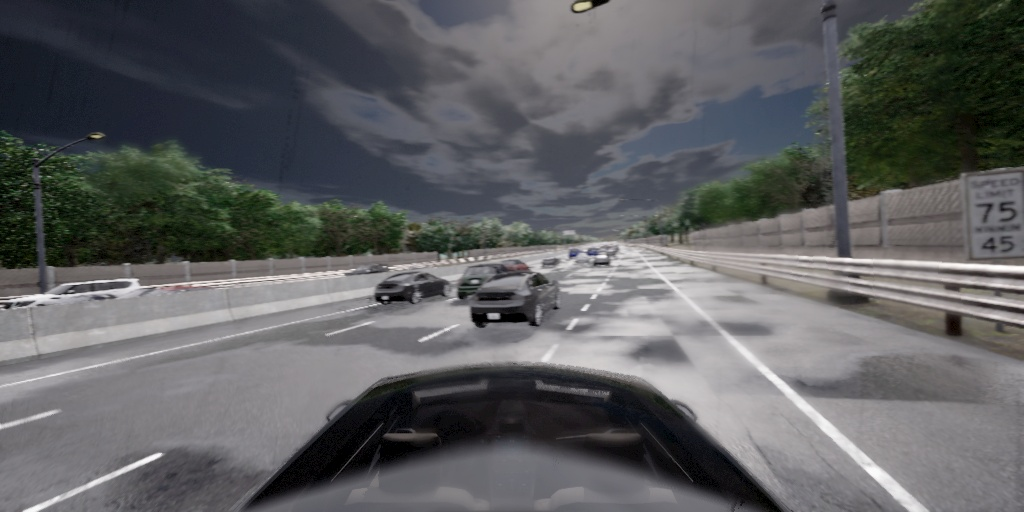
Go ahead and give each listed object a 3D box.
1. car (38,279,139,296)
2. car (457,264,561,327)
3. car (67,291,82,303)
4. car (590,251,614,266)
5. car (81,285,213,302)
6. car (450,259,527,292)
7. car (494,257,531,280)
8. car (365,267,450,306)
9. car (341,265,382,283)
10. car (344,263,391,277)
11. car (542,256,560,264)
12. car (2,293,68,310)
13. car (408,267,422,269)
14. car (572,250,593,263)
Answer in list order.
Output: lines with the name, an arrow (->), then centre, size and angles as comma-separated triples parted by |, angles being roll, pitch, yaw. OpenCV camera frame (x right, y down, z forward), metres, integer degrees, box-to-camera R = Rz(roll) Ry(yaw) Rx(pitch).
car -> -25.908, 2.562, 21.579 | 2.150, 2.045, 5.566 | -4, 0, 19
car -> 0.288, 1.237, 11.420 | 1.837, 1.490, 4.892 | -3, 0, 18
car -> -19.390, 2.467, 18.980 | 1.812, 1.442, 4.674 | -4, 0, 19
car -> 11.278, 0.471, 44.840 | 1.994, 1.385, 4.181 | -4, 1, 18
car -> -16.311, 2.229, 17.180 | 1.882, 1.535, 5.008 | -4, 0, 19
car -> -1.044, 1.165, 18.522 | 2.097, 1.767, 4.553 | -4, 0, 18
car -> 0.143, 1.079, 33.272 | 2.097, 1.767, 4.553 | -4, 0, 18
car -> -4.843, 1.552, 18.137 | 1.837, 1.490, 4.892 | -3, 0, 18
car -> -18.401, 2.189, 44.097 | 2.097, 1.767, 4.553 | -4, 1, 19
car -> -15.990, 1.932, 40.335 | 2.150, 2.045, 5.566 | -4, 0, 19
car -> 5.369, 0.727, 49.287 | 2.128, 1.511, 4.902 | -4, 1, 18
car -> -23.018, 2.765, 19.134 | 1.895, 1.301, 4.718 | -4, 0, 19
car -> -9.077, 1.880, 38.908 | 1.895, 1.301, 4.718 | -4, 0, 19
car -> 10.902, 0.287, 55.056 | 1.812, 1.442, 4.674 | -4, 1, 18
